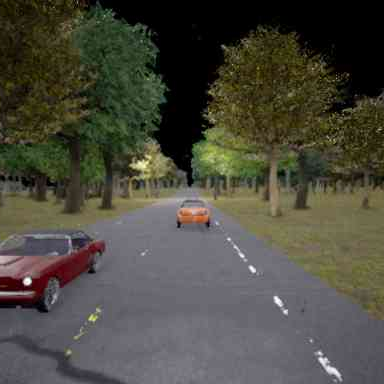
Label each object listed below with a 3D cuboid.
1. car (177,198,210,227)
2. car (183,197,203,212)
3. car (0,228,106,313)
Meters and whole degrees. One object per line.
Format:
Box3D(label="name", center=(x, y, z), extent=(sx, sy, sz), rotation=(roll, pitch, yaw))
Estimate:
Box3D(label="car", center=(0.093, 1.308, 22.731), extent=(2.097, 1.767, 4.553), rotation=(0, 0, 0))
Box3D(label="car", center=(0.086, 1.401, 38.804), extent=(2.128, 1.511, 4.902), rotation=(0, 0, 0))
Box3D(label="car", center=(-3.500, 1.587, 7.753), extent=(1.895, 1.301, 4.718), rotation=(0, 0, 0))
